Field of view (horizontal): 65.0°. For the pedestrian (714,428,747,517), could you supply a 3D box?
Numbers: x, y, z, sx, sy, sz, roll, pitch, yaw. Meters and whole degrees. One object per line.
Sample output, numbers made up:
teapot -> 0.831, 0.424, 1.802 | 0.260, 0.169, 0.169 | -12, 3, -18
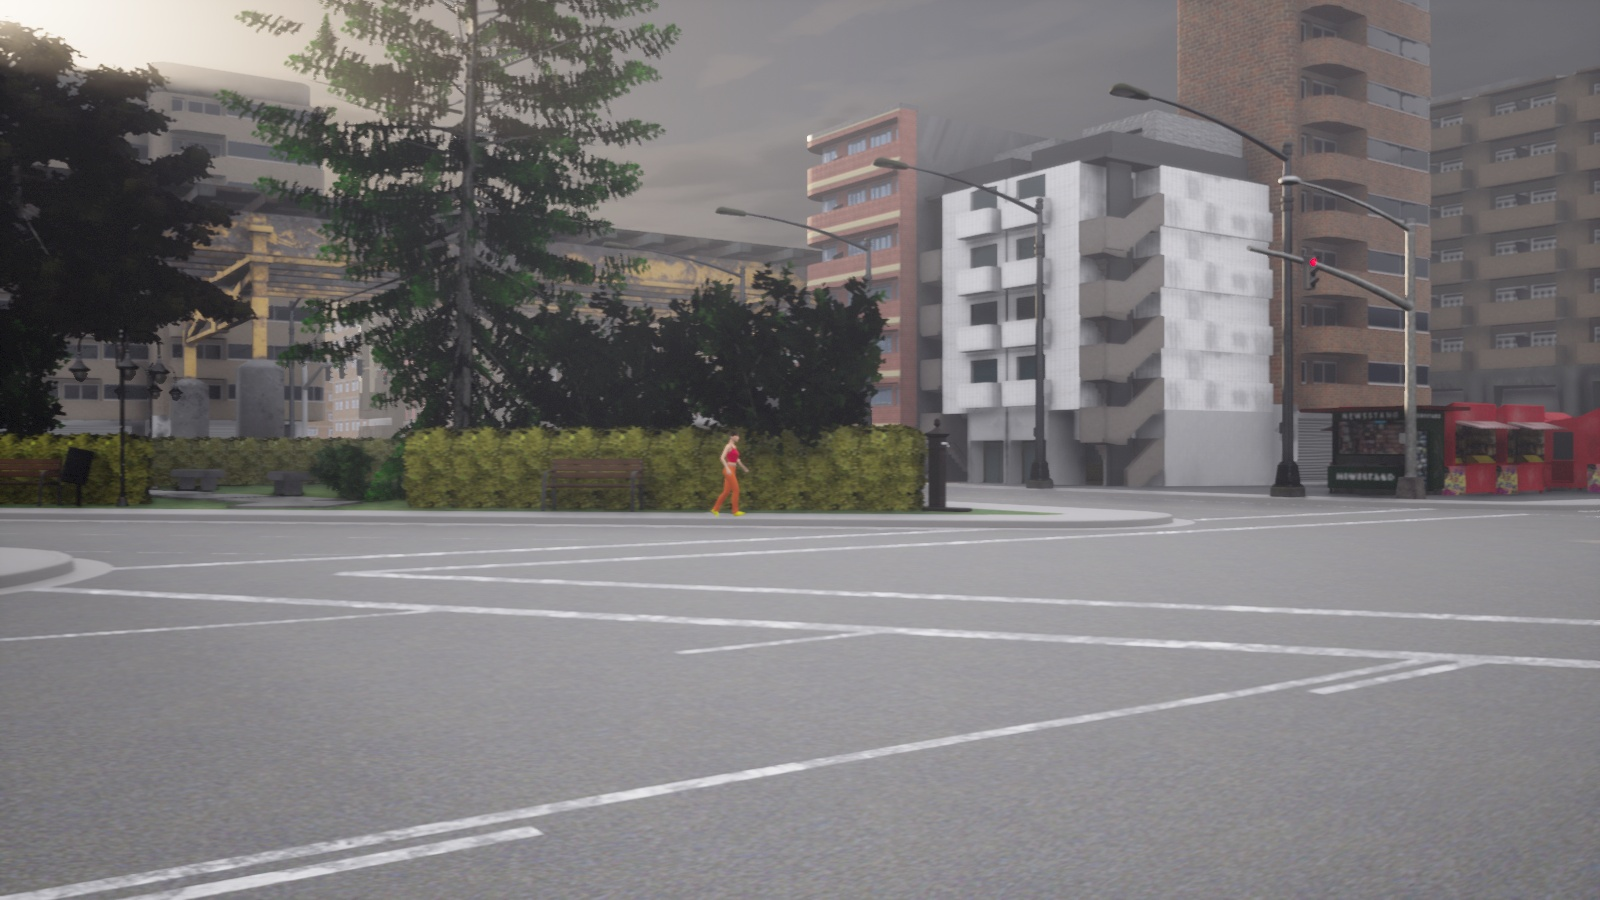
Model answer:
pedestrian -> -1.445, 0.469, 26.023 | 0.594, 1.836, 0.345 | 0, 0, 13
